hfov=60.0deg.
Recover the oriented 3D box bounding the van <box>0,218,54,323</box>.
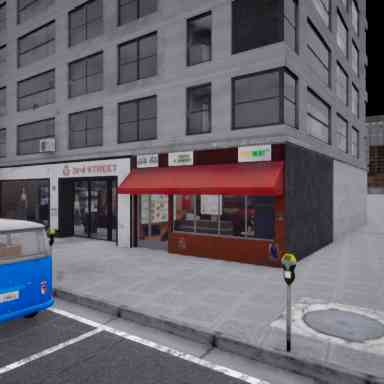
[{"bbox_3d":[-4.259,1.341,6.093,3.998,1.788,1.690,0,0,35],"label":"van"}]
